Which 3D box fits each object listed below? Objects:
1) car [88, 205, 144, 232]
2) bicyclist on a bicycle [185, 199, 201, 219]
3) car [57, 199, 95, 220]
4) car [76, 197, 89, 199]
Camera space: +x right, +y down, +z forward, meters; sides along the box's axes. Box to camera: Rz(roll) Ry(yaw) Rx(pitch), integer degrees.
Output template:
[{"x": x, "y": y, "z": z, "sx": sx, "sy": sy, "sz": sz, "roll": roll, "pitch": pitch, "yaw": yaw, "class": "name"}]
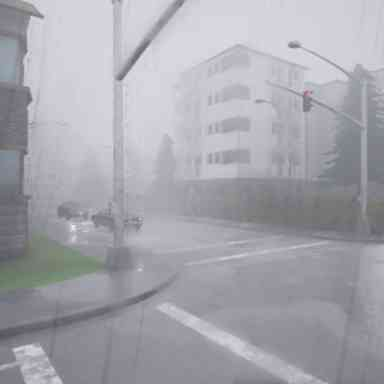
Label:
[{"x": -5.004, "y": 1.772, "z": 21.959, "sx": 1.895, "sy": 1.301, "sz": 4.718, "roll": 0, "pitch": 0, "yaw": -35, "class": "car"}, {"x": 0.058, "y": 1.440, "z": 27.757, "sx": 1.656, "sy": 1.620, "sz": 0.582, "roll": -1, "pitch": 0, "yaw": -35, "class": "bicyclist on a bicycle"}, {"x": -10.836, "y": 1.679, "z": 30.244, "sx": 2.128, "sy": 1.511, "sz": 4.902, "roll": 0, "pitch": 0, "yaw": -35, "class": "car"}, {"x": -15.480, "y": 1.536, "z": 47.696, "sx": 2.097, "sy": 1.767, "sz": 4.553, "roll": 0, "pitch": 0, "yaw": 1, "class": "car"}]
